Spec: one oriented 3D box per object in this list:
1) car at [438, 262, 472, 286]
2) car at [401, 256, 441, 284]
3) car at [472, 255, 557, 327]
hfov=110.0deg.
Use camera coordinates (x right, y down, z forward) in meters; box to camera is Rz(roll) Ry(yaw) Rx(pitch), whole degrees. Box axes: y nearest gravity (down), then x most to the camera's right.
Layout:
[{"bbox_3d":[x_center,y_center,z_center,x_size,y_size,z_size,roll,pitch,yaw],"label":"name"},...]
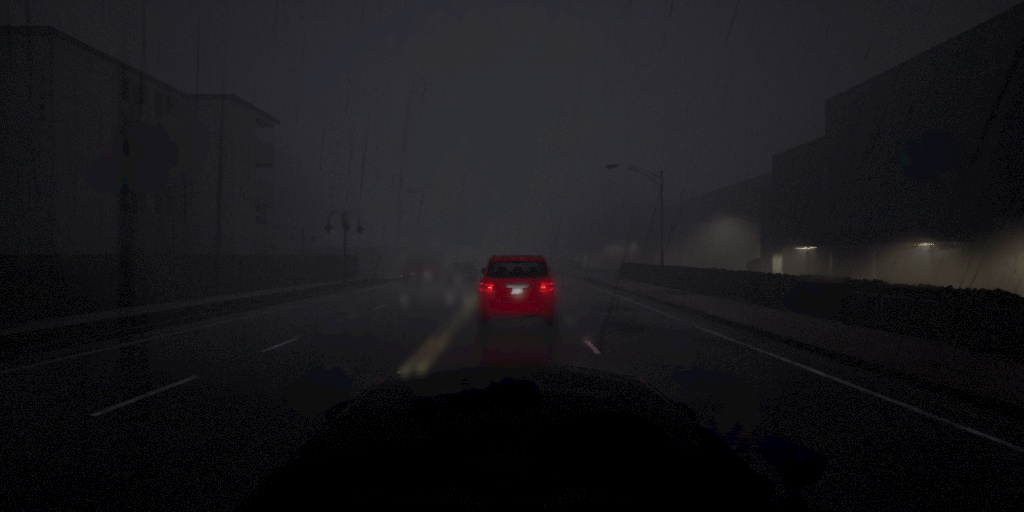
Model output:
[{"bbox_3d":[-3.423,1.265,25.256,2.128,1.511,4.902,0,0,1],"label":"car"},{"bbox_3d":[-6.884,0.991,28.119,2.150,2.045,5.566,0,0,0],"label":"car"},{"bbox_3d":[0.150,0.982,11.712,2.150,2.045,5.566,0,0,0],"label":"car"}]
